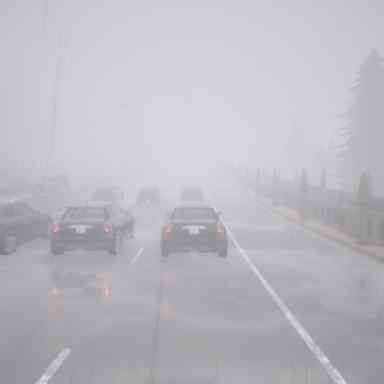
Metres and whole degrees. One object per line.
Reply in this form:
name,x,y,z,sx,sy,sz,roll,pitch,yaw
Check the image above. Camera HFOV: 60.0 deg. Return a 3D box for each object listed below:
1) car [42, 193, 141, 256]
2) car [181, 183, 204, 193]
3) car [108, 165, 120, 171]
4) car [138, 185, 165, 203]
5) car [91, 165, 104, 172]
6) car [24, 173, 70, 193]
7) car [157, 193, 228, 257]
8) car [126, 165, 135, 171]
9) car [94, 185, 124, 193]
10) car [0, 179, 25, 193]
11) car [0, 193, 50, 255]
car,-3.435,1.117,12.391,2.097,1.767,4.553,0,2,0
car,0.032,-0.073,29.783,1.882,1.535,5.008,0,6,0
car,-17.662,-5.411,75.437,1.994,1.385,4.181,0,7,0
car,-3.467,0.143,28.034,1.837,1.490,4.892,0,6,0
car,-21.161,-5.419,74.869,1.882,1.535,5.008,0,7,0
car,-14.168,-0.767,33.569,2.150,2.045,5.566,0,7,0
car,0.066,1.126,12.150,2.097,1.767,4.553,0,2,0
car,-14.162,-5.425,75.443,2.033,1.411,5.357,0,7,0
car,-6.967,0.144,28.021,1.837,1.490,4.892,0,6,0
car,-17.666,-0.522,33.676,1.882,1.535,5.008,0,7,0
car,-6.933,1.116,12.419,2.097,1.767,4.553,0,2,0
